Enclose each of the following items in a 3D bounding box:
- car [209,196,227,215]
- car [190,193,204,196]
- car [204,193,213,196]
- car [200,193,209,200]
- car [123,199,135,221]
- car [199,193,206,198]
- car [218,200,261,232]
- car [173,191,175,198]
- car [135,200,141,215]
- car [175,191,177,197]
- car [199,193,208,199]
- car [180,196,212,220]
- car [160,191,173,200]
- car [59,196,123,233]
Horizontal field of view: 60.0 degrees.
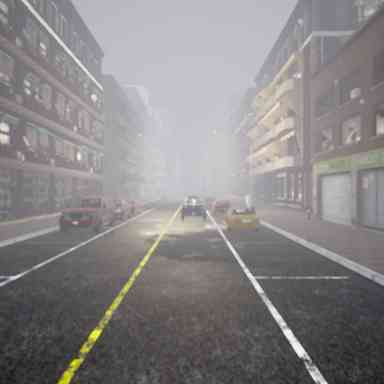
[{"bbox_3d":[2.716,1.307,29.962,1.887,1.381,4.507,0,0,0],"label":"car"},{"bbox_3d":[0.136,1.149,41.417,1.882,1.535,5.008,0,1,0],"label":"car"},{"bbox_3d":[2.735,1.134,52.506,2.008,1.369,4.403,0,0,0],"label":"car"},{"bbox_3d":[2.754,0.925,75.220,1.752,1.417,4.829,0,0,0],"label":"car"},{"bbox_3d":[-5.669,1.247,24.336,1.967,1.590,4.097,0,0,0],"label":"car"},{"bbox_3d":[2.767,0.846,91.959,1.802,1.307,4.206,0,0,0],"label":"car"},{"bbox_3d":[2.707,1.376,18.860,1.752,1.417,4.829,0,0,0],"label":"car"},{"bbox_3d":[-5.627,0.952,75.062,2.008,1.369,4.403,0,0,0],"label":"car"},{"bbox_3d":[-5.664,1.307,29.974,1.887,1.381,4.507,0,0,0],"label":"car"},{"bbox_3d":[-5.618,0.854,86.334,1.887,1.381,4.507,0,0,0],"label":"car"},{"bbox_3d":[2.758,0.921,80.687,1.947,1.339,4.313,0,0,0],"label":"car"},{"bbox_3d":[0.121,1.287,25.527,2.128,1.511,4.902,0,0,0],"label":"car"},{"bbox_3d":[-5.632,0.997,69.425,2.008,1.369,4.403,0,0,0],"label":"car"},{"bbox_3d":[-5.672,1.167,18.699,2.192,1.841,5.009,0,0,0],"label":"car"}]
